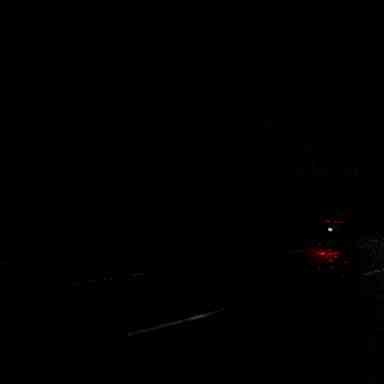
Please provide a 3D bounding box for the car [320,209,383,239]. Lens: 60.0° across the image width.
[{"bbox_3d":[9.267,1.749,18.963,4.892,1.490,1.837,0,0,-36],"label":"car"}]
